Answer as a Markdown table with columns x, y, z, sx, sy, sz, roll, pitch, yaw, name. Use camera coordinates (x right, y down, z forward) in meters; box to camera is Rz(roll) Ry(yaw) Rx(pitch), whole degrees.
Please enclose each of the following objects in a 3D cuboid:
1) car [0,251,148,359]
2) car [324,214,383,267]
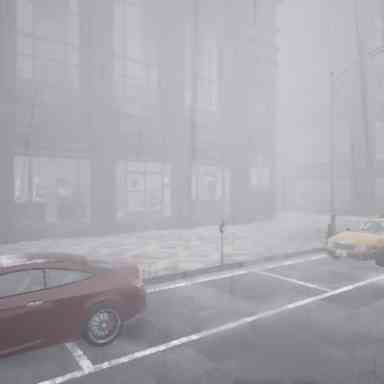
| x | y | z | sx | sy | sz | roll | pitch | yaw | name |
| --- | --- | --- | --- | --- | --- | --- | --- | --- | --- |
| -2.662 | 1.580 | 4.750 | 4.206 | 1.307 | 1.802 | 0 | 0 | -35 | car |
| 6.348 | 1.465 | 11.176 | 4.829 | 1.417 | 1.752 | 0 | 0 | -35 | car |
